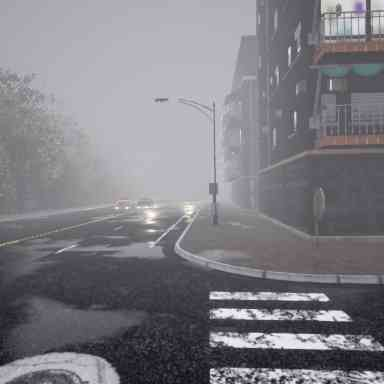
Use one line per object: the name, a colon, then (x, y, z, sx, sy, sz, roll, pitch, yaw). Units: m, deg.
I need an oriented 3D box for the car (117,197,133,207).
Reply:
car: (-10.680, 1.525, 53.810, 1.882, 1.535, 5.008, -1, 0, 3)

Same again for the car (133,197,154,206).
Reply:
car: (-7.435, 1.551, 53.623, 2.033, 1.411, 5.357, -1, 0, 3)
